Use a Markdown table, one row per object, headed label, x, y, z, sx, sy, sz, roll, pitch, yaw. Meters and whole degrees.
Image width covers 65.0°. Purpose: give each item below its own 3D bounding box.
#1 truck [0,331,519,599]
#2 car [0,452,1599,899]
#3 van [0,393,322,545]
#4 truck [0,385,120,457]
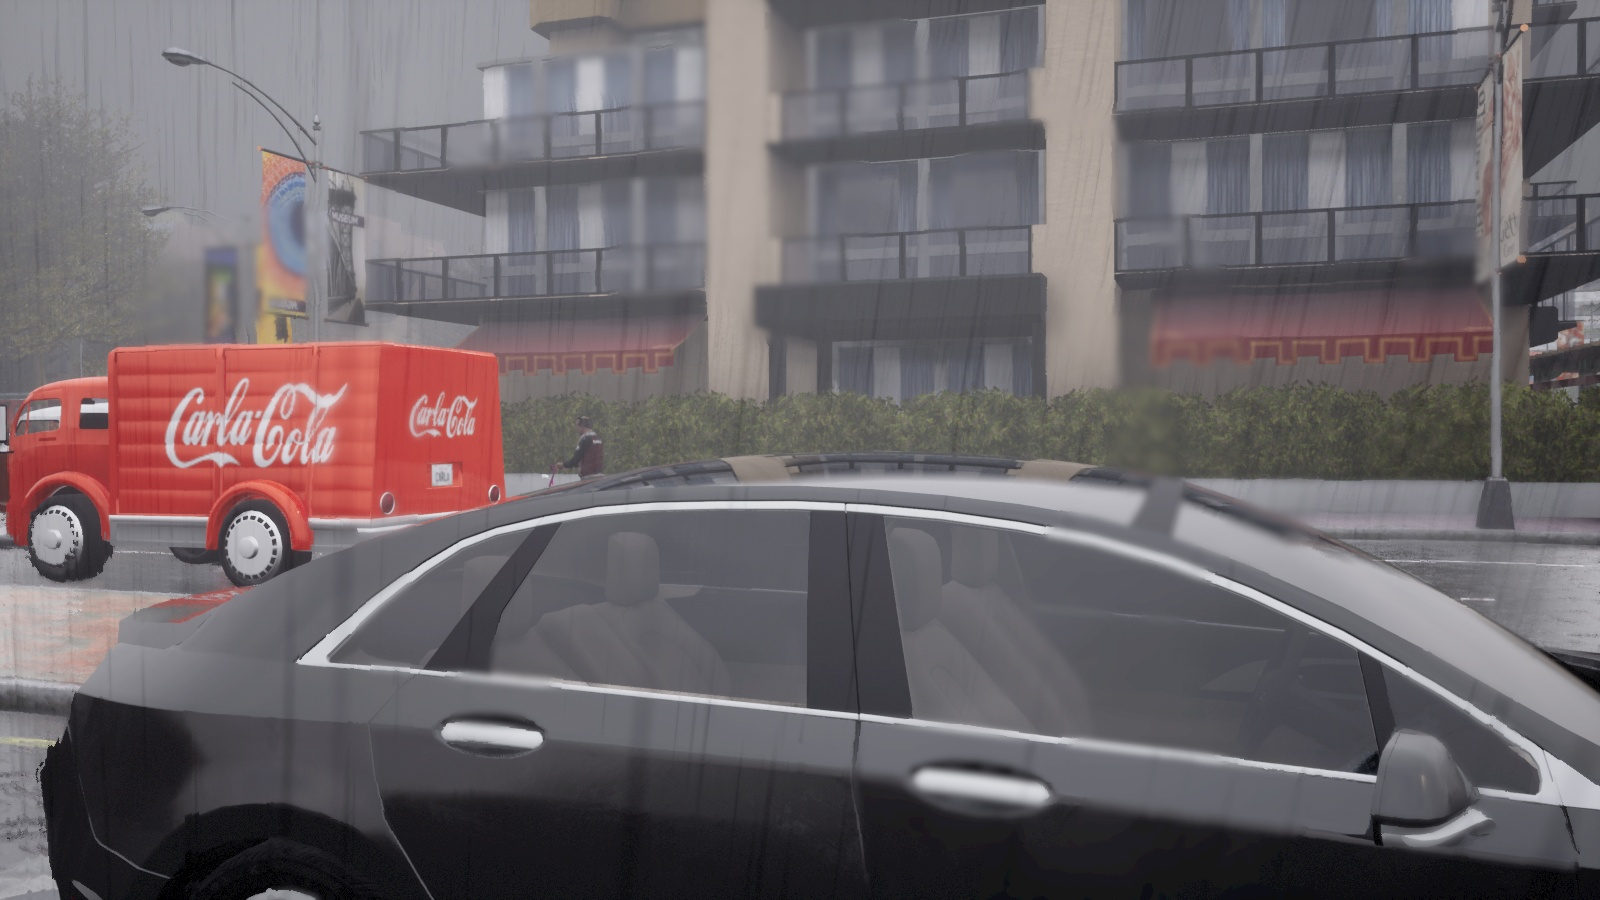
| label | x | y | z | sx | sy | sz | roll | pitch | yaw |
| --- | --- | --- | --- | --- | --- | --- | --- | --- | --- |
| truck | -6.039 | 0.099 | 13.653 | 5.204 | 2.467 | 2.627 | 1 | 1 | 19 |
| car | 0.540 | 0.785 | 3.011 | 4.892 | 1.490 | 1.837 | 1 | 1 | 19 |
| van | -9.596 | 0.218 | 18.508 | 4.480 | 2.038 | 2.069 | 1 | 1 | 19 |
| truck | -42.201 | -1.612 | 69.671 | 8.468 | 3.827 | 2.891 | 1 | 1 | 19 |
